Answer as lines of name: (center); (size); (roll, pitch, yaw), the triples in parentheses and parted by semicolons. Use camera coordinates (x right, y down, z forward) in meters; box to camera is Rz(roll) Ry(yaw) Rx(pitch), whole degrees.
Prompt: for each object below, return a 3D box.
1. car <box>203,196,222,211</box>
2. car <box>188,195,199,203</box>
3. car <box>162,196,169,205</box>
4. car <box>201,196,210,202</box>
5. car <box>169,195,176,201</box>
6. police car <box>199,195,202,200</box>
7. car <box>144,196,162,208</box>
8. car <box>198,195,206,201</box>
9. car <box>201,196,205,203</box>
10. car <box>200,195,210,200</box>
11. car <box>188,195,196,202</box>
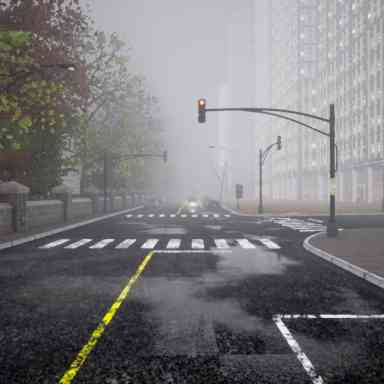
car: (2.689, 1.586, 41.506); (1.947, 1.339, 4.313); (0, 0, 0)
car: (0.042, 1.564, 71.027); (2.128, 1.511, 4.902); (0, 0, 0)
car: (-5.691, 1.477, 58.404); (1.967, 1.590, 4.097); (0, 0, 0)
car: (3.147, 1.589, 76.818); (1.812, 1.442, 4.674); (0, 0, 0)
car: (-5.692, 1.625, 86.565); (1.887, 1.381, 4.507); (0, 0, 0)
police car: (3.132, 1.477, 69.928); (1.930, 1.638, 5.238); (0, 0, 0)
car: (-5.691, 1.607, 47.138); (1.802, 1.307, 4.206); (0, 0, 0)
car: (2.688, 1.641, 92.197); (2.008, 1.369, 4.403); (0, 0, 0)
car: (2.689, 1.591, 47.139); (1.947, 1.339, 4.313); (0, 0, 0)
car: (2.689, 1.597, 52.771); (1.947, 1.339, 4.313); (0, 0, 0)
car: (-0.004, 1.569, 80.044); (1.837, 1.490, 4.892); (0, 0, 0)
